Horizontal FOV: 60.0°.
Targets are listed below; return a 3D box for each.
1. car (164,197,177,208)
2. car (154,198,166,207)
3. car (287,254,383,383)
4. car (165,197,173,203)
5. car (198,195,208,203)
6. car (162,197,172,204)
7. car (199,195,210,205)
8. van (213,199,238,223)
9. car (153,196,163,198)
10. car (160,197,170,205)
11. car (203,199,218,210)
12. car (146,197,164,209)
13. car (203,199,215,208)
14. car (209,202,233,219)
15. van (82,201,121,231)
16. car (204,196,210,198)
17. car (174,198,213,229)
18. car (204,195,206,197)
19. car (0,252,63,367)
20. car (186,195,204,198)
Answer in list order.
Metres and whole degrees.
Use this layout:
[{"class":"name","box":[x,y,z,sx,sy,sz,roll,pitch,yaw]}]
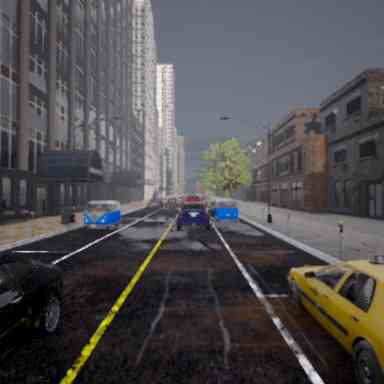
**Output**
[{"class":"car","box":[-2.998,1.614,52.449,2.097,1.767,4.553,0,0,0]},{"class":"car","box":[-5.671,1.822,59.953,1.752,1.417,4.829,1,0,0]},{"class":"car","box":[2.702,1.554,4.831,1.752,1.417,4.829,1,0,0]},{"class":"car","box":[-5.668,1.911,82.137,1.752,1.417,4.829,1,0,0]},{"class":"car","box":[2.716,1.701,82.310,2.192,1.841,5.009,1,0,0]},{"class":"car","box":[-5.669,1.930,76.762,1.947,1.339,4.313,1,0,0]},{"class":"car","box":[2.714,1.658,71.217,2.192,1.841,5.009,1,0,0]},{"class":"van","box":[2.708,1.485,26.848,1.690,1.788,3.998,1,0,0]},{"class":"car","box":[-5.668,1.589,54.578,2.192,1.841,5.009,1,0,0]},{"class":"car","box":[-5.669,1.867,71.044,1.752,1.417,4.829,1,0,0]},{"class":"car","box":[2.708,1.794,49.032,1.887,1.381,4.507,1,0,0]},{"class":"car","box":[-5.673,1.831,49.031,1.802,1.307,4.206,1,0,0]},{"class":"car","box":[2.708,1.856,54.578,1.802,1.307,4.206,1,0,0]},{"class":"car","box":[2.705,1.737,32.393,1.947,1.339,4.313,1,0,0]},{"class":"van","box":[-5.673,1.457,21.302,1.690,1.788,3.998,1,0,0]},{"class":"car","box":[2.708,1.638,37.939,1.967,1.590,4.097,1,0,0]},{"class":"car","box":[0.102,1.475,22.623,2.097,1.767,4.553,0,0,0]},{"class":"car","box":[2.710,1.823,60.294,1.752,1.417,4.829,1,0,0]},{"class":"car","box":[-3.100,1.549,3.983,1.812,1.442,4.674,0,0,0]},{"class":"car","box":[0.109,1.450,44.982,2.150,2.045,5.566,0,-1,0]}]
